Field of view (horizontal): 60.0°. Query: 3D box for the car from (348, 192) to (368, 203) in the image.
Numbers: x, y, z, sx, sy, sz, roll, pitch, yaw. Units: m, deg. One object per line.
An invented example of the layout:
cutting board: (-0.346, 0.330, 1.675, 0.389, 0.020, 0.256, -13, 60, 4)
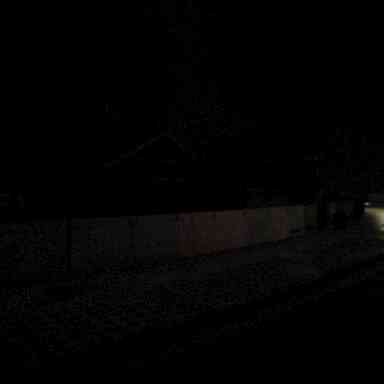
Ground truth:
car: (31.076, 0.950, 62.663, 2.150, 2.045, 5.566, 0, 0, 7)
